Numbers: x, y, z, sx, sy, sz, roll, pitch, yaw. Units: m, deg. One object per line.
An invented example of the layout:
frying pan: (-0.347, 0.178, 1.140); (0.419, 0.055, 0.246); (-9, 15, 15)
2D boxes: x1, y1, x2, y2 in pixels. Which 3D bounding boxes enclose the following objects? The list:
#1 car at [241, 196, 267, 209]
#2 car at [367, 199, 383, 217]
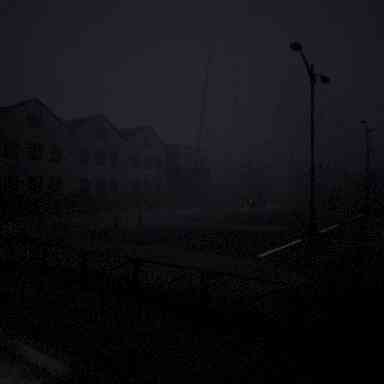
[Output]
car: (7.975, 1.313, 42.816); (1.837, 1.490, 4.892); (0, 0, 35)
car: (15.420, 1.298, 26.809); (2.007, 1.523, 4.514); (0, 0, 35)
